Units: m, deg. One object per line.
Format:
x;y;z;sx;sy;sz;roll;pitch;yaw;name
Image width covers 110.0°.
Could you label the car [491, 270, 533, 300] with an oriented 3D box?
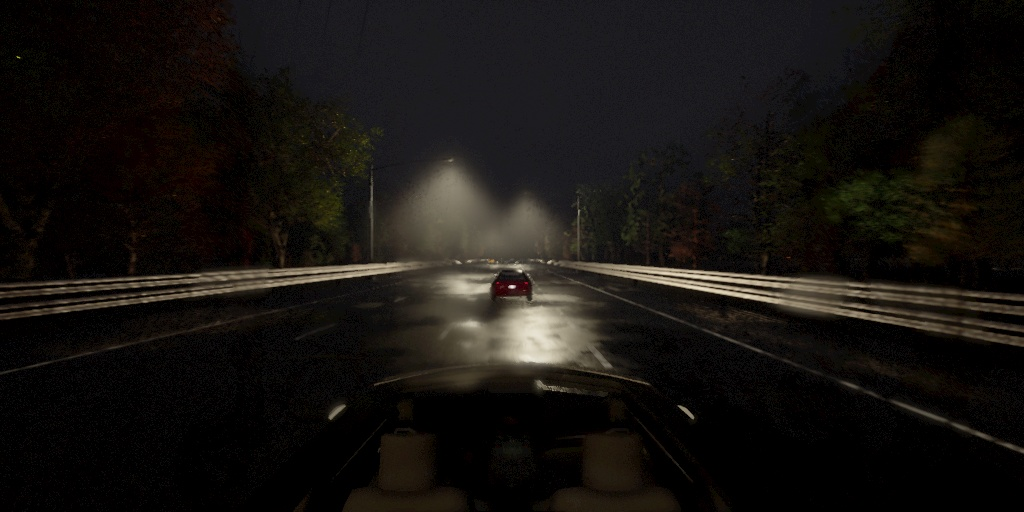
0.004;1.373;18.245;1.994;1.385;4.181;0;0;0;car
